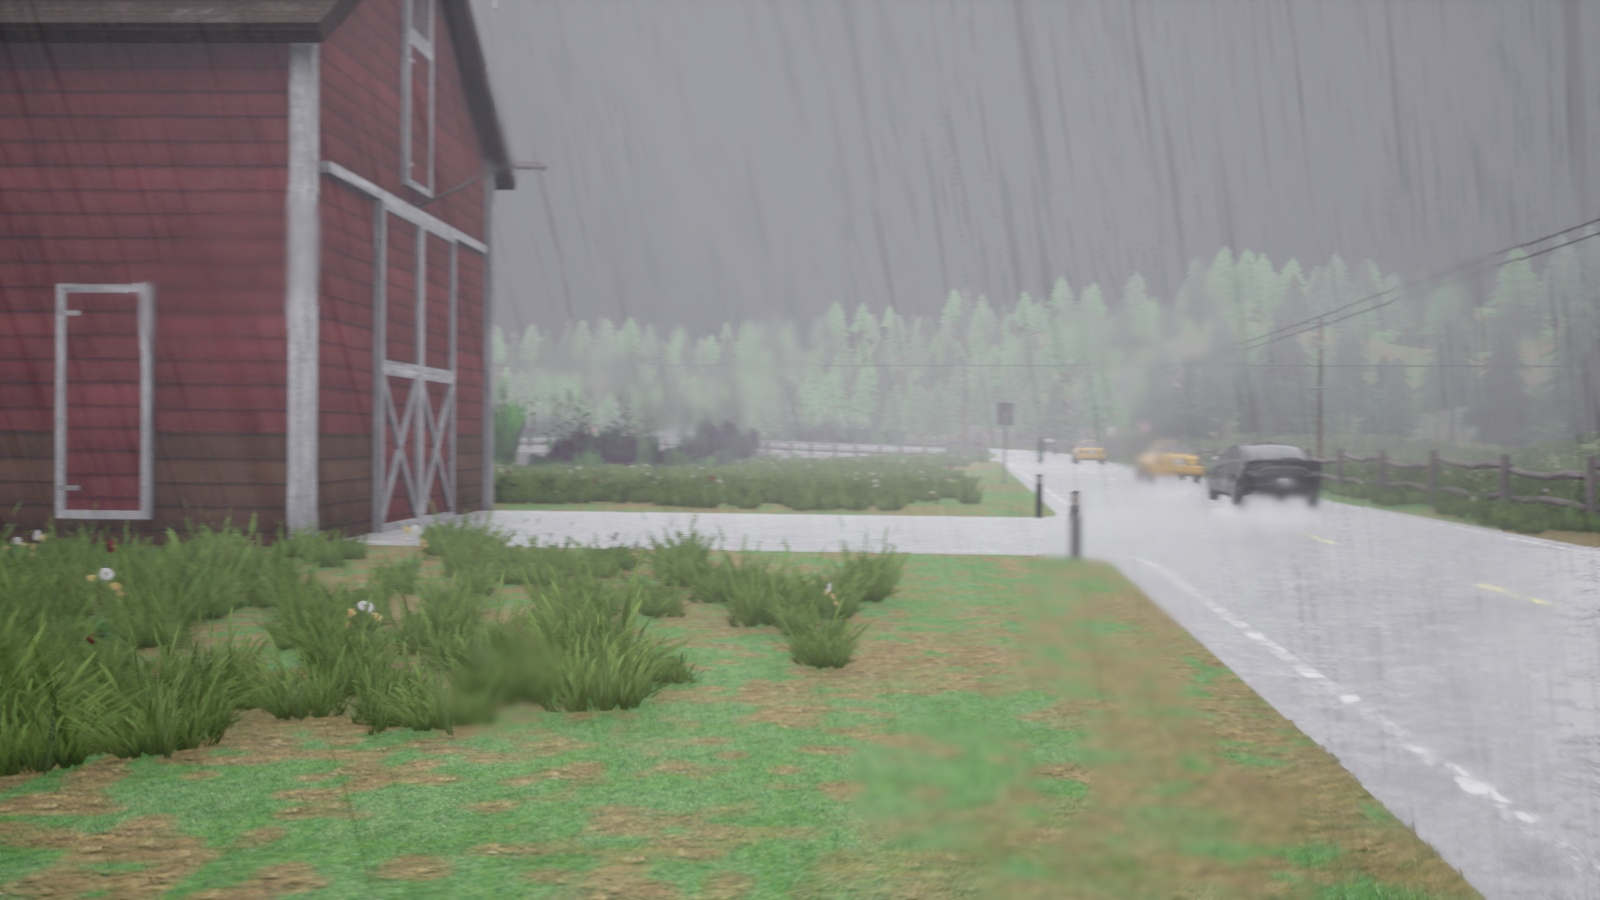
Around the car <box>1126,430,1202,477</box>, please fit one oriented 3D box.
[{"bbox_3d":[13.056,0.074,45.327,1.801,1.575,5.366,-1,1,7],"label":"car"}]

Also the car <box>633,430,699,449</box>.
[{"bbox_3d":[-10.158,-0.805,95.339,4.674,1.442,1.812,0,1,10],"label":"car"}]

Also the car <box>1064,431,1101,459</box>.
[{"bbox_3d":[17.145,-0.324,76.398,1.801,1.575,5.366,-1,1,8],"label":"car"}]

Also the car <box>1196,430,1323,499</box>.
[{"bbox_3d":[11.178,0.297,30.909,1.882,1.535,5.008,-1,1,7],"label":"car"}]
